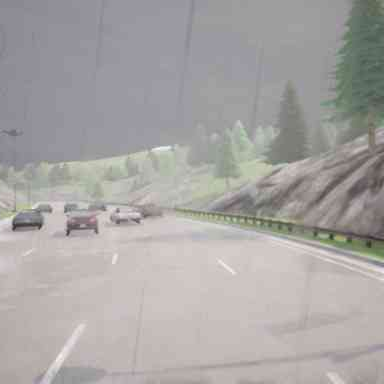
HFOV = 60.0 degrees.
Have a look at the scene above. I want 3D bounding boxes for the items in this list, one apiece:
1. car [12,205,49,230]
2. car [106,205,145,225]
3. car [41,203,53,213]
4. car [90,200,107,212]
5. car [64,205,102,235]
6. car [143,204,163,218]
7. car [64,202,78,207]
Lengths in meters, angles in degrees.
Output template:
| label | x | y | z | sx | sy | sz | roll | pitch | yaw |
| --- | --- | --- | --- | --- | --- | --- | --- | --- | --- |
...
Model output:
| label | x | y | z | sx | sy | sz | roll | pitch | yaw |
| --- | --- | --- | --- | --- | --- | --- | --- | --- | --- |
| car | -12.140 | 1.983 | 24.930 | 1.994 | 1.385 | 4.181 | -1 | -1 | -21 |
| car | -5.579 | 1.915 | 27.506 | 1.895 | 1.301 | 4.718 | -1 | -1 | -21 |
| car | -21.178 | 2.329 | 47.986 | 1.994 | 1.385 | 4.181 | -1 | 0 | -22 |
| car | -13.464 | 1.966 | 47.527 | 2.097 | 1.767 | 4.553 | -1 | -1 | -22 |
| car | -7.042 | 1.822 | 21.323 | 1.812 | 1.442 | 4.674 | -1 | -1 | -19 |
| car | -4.415 | 1.907 | 34.096 | 1.994 | 1.385 | 4.181 | -1 | 0 | -21 |
| car | -17.270 | 2.181 | 47.638 | 2.128 | 1.511 | 4.902 | -1 | 0 | -22 |
